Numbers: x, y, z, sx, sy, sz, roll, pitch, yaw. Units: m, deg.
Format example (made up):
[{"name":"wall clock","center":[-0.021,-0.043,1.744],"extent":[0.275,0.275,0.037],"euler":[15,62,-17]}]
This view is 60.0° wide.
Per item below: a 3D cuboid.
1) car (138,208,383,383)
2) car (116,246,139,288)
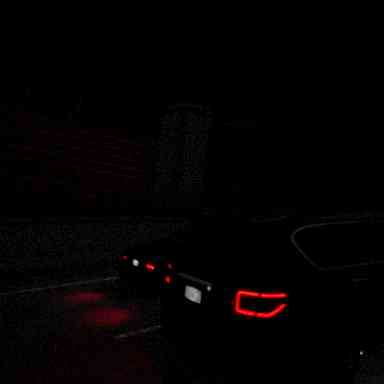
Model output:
[{"name":"car","center":[2.194,1.279,5.310],"extent":[5.566,2.045,2.150],"euler":[1,-1,-35]},{"name":"car","center":[0.825,1.619,8.633],"extent":[5.357,1.411,2.033],"euler":[1,-1,-35]}]
